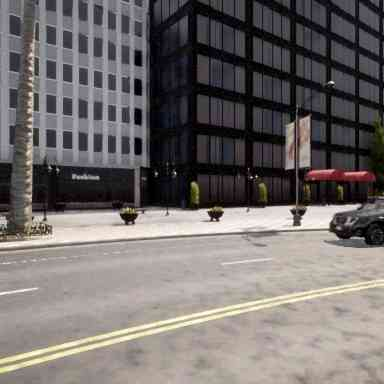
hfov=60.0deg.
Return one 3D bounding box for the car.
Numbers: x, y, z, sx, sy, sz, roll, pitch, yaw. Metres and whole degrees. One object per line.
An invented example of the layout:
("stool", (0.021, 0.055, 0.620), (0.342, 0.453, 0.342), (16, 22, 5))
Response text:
("car", (9.086, 1.221, 15.140), (5.566, 2.045, 2.150), (0, 0, -14))
